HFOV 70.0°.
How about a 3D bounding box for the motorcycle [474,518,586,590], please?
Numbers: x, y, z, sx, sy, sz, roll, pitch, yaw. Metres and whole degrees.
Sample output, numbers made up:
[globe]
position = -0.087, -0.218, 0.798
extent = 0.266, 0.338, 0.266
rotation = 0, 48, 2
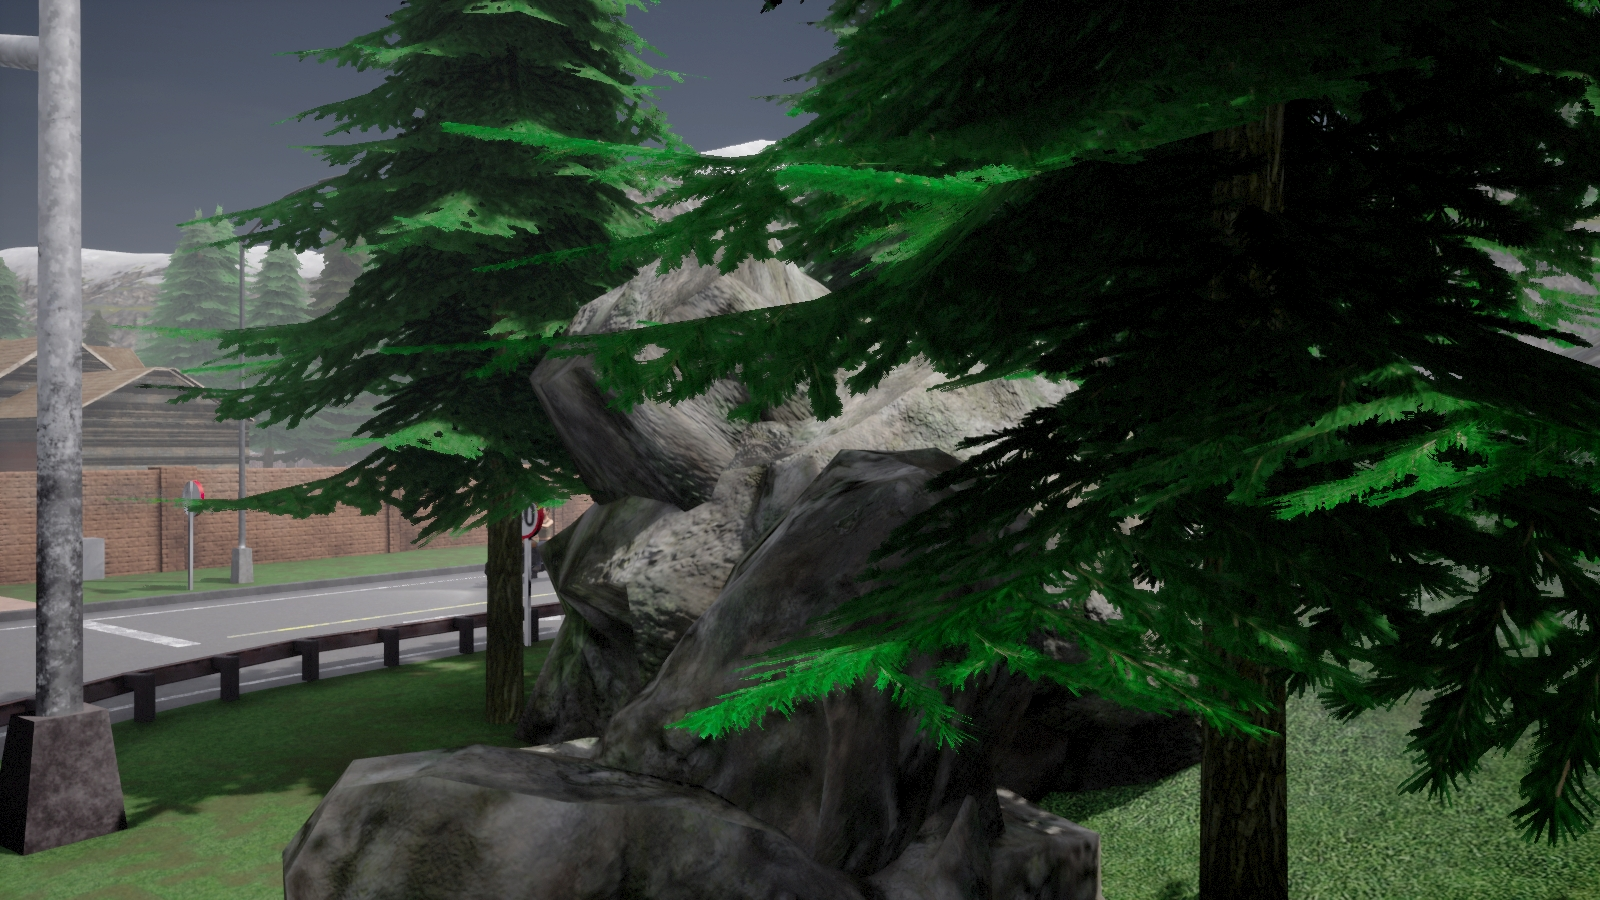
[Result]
[motorcycle]
position = -5.636, 2.150, 24.014
extent = 0.764, 1.277, 2.356
rotation = 0, 0, 36
